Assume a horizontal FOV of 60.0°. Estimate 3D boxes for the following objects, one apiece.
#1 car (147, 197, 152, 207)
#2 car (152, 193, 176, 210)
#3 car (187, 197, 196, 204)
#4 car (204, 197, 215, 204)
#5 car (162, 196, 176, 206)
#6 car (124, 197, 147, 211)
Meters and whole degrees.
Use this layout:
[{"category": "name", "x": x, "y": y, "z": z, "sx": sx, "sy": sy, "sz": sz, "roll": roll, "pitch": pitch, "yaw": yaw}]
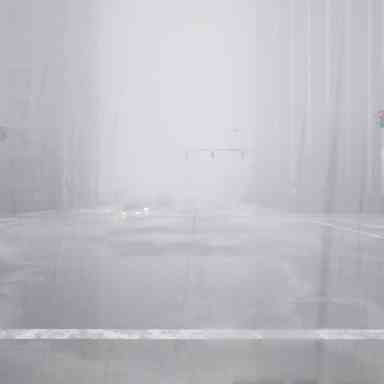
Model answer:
[{"category": "car", "x": -7.152, "y": 1.491, "z": 50.696, "sx": 2.128, "sy": 1.511, "sz": 4.902, "roll": 0, "pitch": 0, "yaw": 0}, {"category": "car", "x": -3.655, "y": 1.221, "z": 44.304, "sx": 2.150, "sy": 2.045, "sz": 5.566, "roll": 0, "pitch": 0, "yaw": 0}, {"category": "car", "x": -0.083, "y": 1.601, "z": 65.498, "sx": 1.895, "sy": 1.301, "sz": 4.718, "roll": 0, "pitch": 0, "yaw": 0}, {"category": "car", "x": 3.417, "y": 1.601, "z": 64.963, "sx": 1.895, "sy": 1.301, "sz": 4.718, "roll": 0, "pitch": 0, "yaw": 0}, {"category": "car", "x": -3.649, "y": 1.478, "z": 54.300, "sx": 1.882, "sy": 1.535, "sz": 5.008, "roll": 0, "pitch": 0, "yaw": 0}, {"category": "car", "x": -7.151, "y": 1.478, "z": 41.209, "sx": 1.882, "sy": 1.535, "sz": 5.008, "roll": 0, "pitch": 0, "yaw": 0}]
